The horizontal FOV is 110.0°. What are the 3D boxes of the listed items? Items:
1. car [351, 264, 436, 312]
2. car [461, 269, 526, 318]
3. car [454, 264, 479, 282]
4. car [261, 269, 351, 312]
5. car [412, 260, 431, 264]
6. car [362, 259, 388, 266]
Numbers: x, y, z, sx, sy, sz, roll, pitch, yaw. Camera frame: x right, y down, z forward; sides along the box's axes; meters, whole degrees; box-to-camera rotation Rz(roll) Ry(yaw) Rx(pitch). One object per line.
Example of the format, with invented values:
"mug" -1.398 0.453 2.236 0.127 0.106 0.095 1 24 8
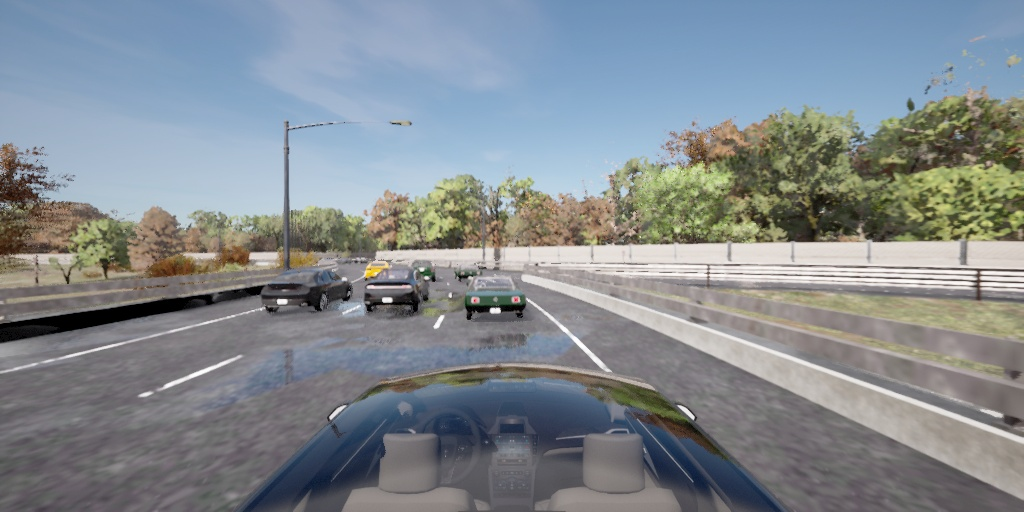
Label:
"car" -4.397 1.241 14.220 2.128 1.511 4.902 0 0 -7
"car" -0.710 1.338 12.898 1.895 1.301 4.718 0 0 -6
"car" -3.639 1.327 28.942 1.895 1.301 4.718 0 0 -14
"car" -7.927 1.267 14.305 1.837 1.490 4.892 0 0 -7
"car" -7.487 1.088 29.706 2.097 1.767 4.553 -1 0 -15
"car" -11.441 1.229 30.917 1.882 1.535 5.008 0 0 -16
